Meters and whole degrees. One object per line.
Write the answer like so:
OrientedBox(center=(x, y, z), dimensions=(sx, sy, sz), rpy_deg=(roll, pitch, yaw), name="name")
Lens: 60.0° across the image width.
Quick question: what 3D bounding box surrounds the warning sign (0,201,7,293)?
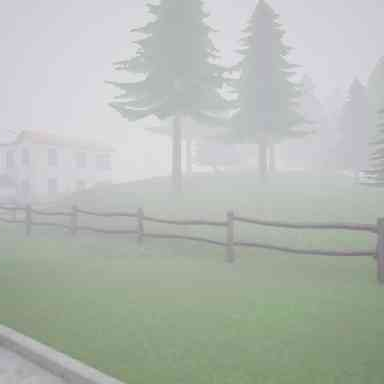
OrientedBox(center=(-4.606, 1.114, 6.602), dimensions=(1.060, 1.860, 1.300), rpy_deg=(0, 0, 36), name="warning sign")
